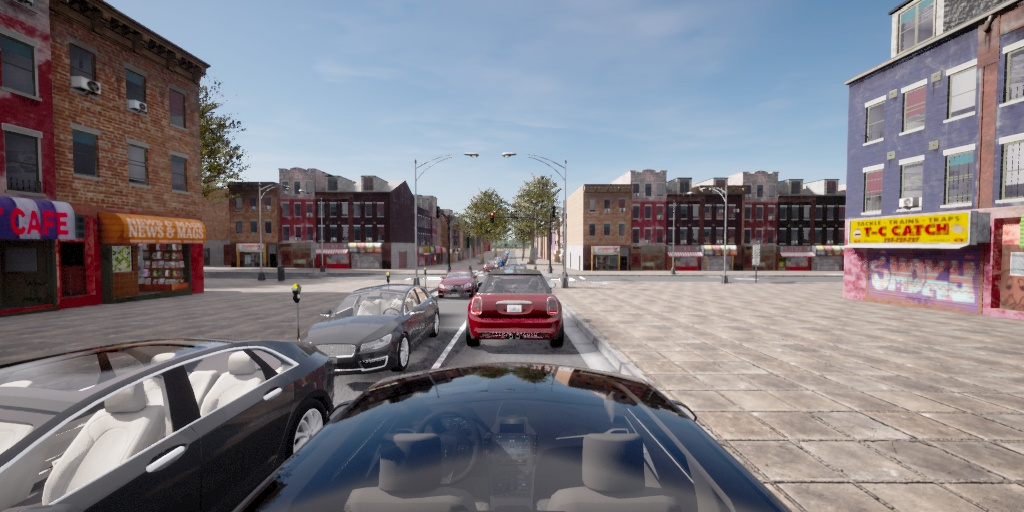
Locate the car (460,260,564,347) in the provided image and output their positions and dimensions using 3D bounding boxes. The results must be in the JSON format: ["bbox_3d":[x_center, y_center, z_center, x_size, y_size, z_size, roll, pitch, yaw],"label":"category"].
[{"bbox_3d":[0.109,1.099,9.491,2.097,1.767,4.553,0,0,2],"label":"car"}]

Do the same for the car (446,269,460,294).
[{"bbox_3d":[-2.617,1.332,18.340,1.802,1.307,4.207,0,0,0],"label":"car"}]

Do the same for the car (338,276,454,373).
[{"bbox_3d":[-2.632,1.298,7.446,2.007,1.370,4.403,0,0,0],"label":"car"}]

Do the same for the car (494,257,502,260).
[{"bbox_3d":[-2.578,1.233,45.116,1.967,1.591,4.097,0,0,0],"label":"car"}]

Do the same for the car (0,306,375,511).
[{"bbox_3d":[-2.640,1.300,1.998,2.007,1.370,4.403,0,0,0],"label":"car"}]
